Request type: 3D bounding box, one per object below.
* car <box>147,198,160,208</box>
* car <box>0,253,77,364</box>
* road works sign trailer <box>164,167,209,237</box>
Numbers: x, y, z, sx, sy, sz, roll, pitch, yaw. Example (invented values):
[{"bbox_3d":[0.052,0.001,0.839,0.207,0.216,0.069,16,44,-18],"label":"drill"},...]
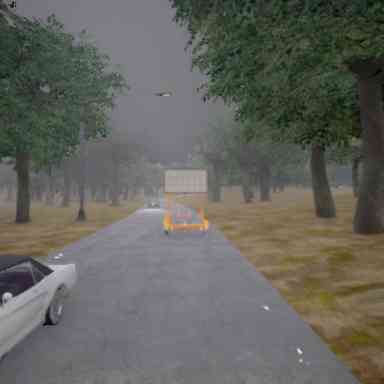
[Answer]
[{"bbox_3d":[-5.568,1.593,48.556,2.128,1.511,4.902,0,0,-5],"label":"car"},{"bbox_3d":[-3.151,1.600,4.277,1.895,1.301,4.718,0,0,-1],"label":"car"},{"bbox_3d":[-0.337,0.474,18.021,2.380,3.560,2.880,0,0,-3],"label":"road works sign trailer"}]
